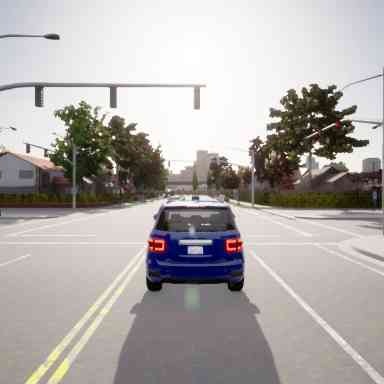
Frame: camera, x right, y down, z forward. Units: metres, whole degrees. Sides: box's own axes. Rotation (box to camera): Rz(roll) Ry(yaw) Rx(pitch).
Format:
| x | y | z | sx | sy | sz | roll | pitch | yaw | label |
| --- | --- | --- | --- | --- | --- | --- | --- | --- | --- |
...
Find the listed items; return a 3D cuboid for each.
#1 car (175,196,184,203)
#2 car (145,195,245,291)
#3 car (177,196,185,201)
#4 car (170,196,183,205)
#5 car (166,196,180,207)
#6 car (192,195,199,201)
| x | y | z | sx | sy | sz | roll | pitch | yaw | label |
| --- | --- | --- | --- | --- | --- | --- | --- | --- | --- |
| -2.688 | 1.524 | 71.189 | 1.812 | 1.442 | 4.674 | 0 | 0 | 0 | car |
| 0.069 | 1.222 | 9.162 | 2.150 | 2.045 | 5.566 | 0 | 0 | 0 | car |
| -2.624 | 1.595 | 81.390 | 1.895 | 1.301 | 4.718 | 0 | 0 | 0 | car |
| -2.821 | 1.547 | 61.341 | 2.033 | 1.411 | 5.357 | 0 | 0 | 1 | car |
| -2.896 | 1.478 | 51.621 | 1.882 | 1.535 | 5.008 | 0 | 0 | 1 | car |
| 0.906 | 1.478 | 86.038 | 1.882 | 1.535 | 5.008 | 0 | 0 | 0 | car |
